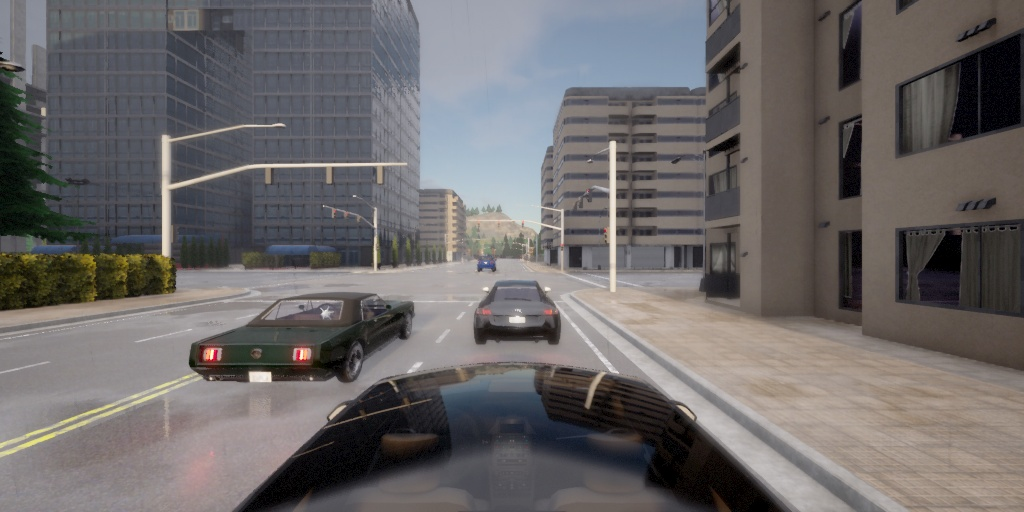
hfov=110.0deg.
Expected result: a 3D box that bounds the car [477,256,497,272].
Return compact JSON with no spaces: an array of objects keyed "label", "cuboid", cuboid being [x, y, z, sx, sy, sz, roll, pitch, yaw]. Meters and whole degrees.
[{"label":"car","cuboid":[-3.211,0.971,46.303,2.150,2.045,5.566,0,0,0]}]

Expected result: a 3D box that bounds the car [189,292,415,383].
[{"label":"car","cuboid":[-3.381,1.351,7.067,1.895,1.301,4.718,0,0,0]}]

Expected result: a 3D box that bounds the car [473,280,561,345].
[{"label":"car","cuboid":[0.130,1.314,9.545,1.994,1.385,4.181,0,0,1]}]
